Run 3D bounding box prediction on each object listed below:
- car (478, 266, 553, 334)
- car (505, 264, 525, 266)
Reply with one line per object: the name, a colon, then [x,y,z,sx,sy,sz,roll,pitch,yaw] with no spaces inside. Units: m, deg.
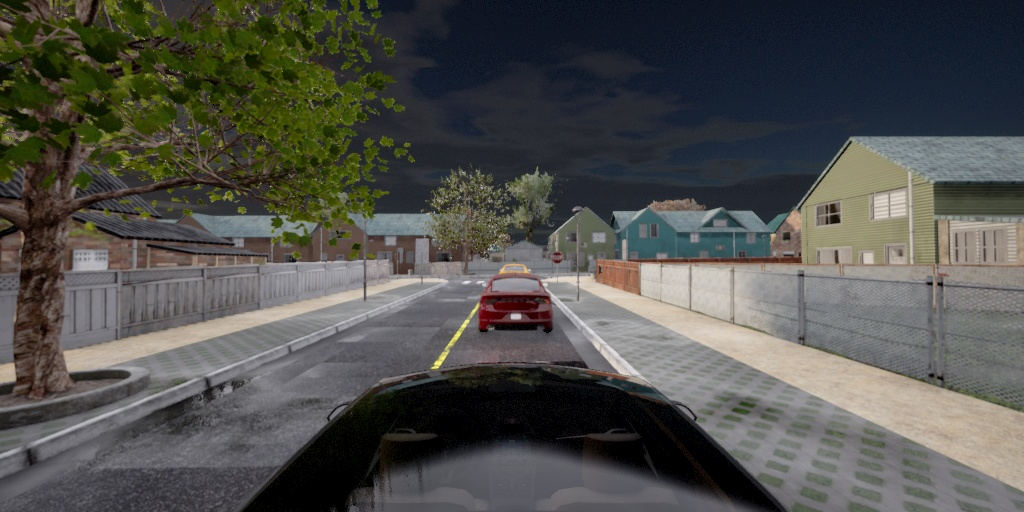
car: [0.095,1.241,10.762,1.882,1.535,5.008,0,0,0]
car: [0.203,1.259,23.131,1.882,1.535,5.008,0,0,2]
